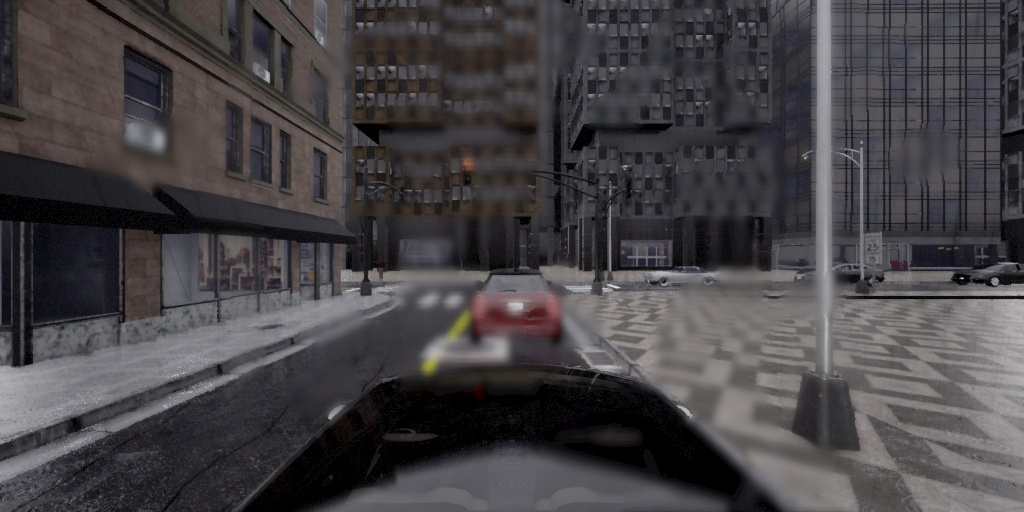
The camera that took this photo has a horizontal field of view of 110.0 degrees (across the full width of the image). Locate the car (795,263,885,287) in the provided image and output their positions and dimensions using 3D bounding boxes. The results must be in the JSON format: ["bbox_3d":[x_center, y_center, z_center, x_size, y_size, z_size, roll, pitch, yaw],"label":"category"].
[{"bbox_3d":[21.388,1.210,23.524,4.902,1.511,2.128,0,0,1],"label":"car"}]

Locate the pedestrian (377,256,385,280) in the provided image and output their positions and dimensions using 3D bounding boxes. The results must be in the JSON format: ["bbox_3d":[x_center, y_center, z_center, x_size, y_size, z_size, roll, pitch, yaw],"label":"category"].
[{"bbox_3d":[-9.837,0.902,26.905,0.375,1.860,0.375,0,0,1],"label":"pedestrian"}]

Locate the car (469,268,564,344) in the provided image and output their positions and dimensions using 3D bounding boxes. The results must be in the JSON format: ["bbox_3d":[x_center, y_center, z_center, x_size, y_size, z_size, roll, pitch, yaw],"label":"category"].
[{"bbox_3d":[0.069,1.102,9.723,2.097,1.767,4.553,0,0,-1],"label":"car"}]

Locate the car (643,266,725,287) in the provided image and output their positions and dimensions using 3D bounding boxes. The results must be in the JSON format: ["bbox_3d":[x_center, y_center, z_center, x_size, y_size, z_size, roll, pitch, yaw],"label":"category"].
[{"bbox_3d":[11.195,1.333,23.639,4.718,1.301,1.895,0,0,1],"label":"car"}]

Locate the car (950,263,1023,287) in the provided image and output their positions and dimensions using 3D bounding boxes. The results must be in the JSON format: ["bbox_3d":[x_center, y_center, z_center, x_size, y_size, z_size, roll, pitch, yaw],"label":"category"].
[{"bbox_3d":[31.808,1.210,23.401,4.892,1.490,1.837,0,0,1],"label":"car"}]
